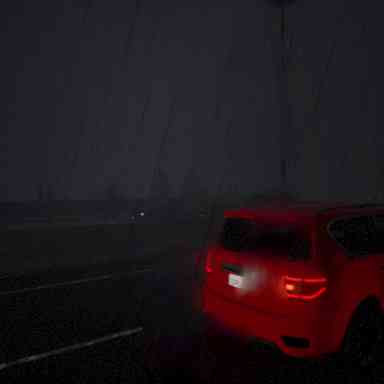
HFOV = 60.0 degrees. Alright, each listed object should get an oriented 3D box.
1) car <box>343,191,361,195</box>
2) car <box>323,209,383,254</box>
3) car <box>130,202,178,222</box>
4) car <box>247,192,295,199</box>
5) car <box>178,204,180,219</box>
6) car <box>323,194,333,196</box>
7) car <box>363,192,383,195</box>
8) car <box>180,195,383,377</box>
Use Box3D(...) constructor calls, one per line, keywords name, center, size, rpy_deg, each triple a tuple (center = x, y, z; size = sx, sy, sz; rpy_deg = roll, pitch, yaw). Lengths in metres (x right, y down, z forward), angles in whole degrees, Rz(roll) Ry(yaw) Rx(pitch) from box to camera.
Box3D(name="car", center=(26.683, 0.840, 55.941), size=(2.150, 2.045, 5.566), rpy_deg=(0, 0, 25))
Box3D(name="car", center=(7.562, 1.501, 13.833), size=(4.718, 1.301, 1.895), rpy_deg=(-1, 0, -39))
Box3D(name="car", center=(-2.213, 1.441, 24.192), size=(4.674, 1.442, 1.812), rpy_deg=(-1, 0, -39))
Box3D(name="car", center=(4.512, 1.112, 20.645), size=(5.566, 2.045, 2.150), rpy_deg=(0, 0, -41))
Box3D(name="car", center=(1.494, 1.463, 22.727), size=(4.181, 1.385, 1.994), rpy_deg=(-1, 0, -41))
Box3D(name="car", center=(23.357, 1.128, 57.142), size=(2.128, 1.511, 4.902), rpy_deg=(0, 0, 25))
Box3D(name="car", center=(30.383, 0.952, 55.694), size=(2.097, 1.767, 4.553), rpy_deg=(0, 0, 24))
Box3D(name="car", center=(2.750, 1.185, 5.745), size=(5.566, 2.045, 2.150), rpy_deg=(-1, 1, -36))
